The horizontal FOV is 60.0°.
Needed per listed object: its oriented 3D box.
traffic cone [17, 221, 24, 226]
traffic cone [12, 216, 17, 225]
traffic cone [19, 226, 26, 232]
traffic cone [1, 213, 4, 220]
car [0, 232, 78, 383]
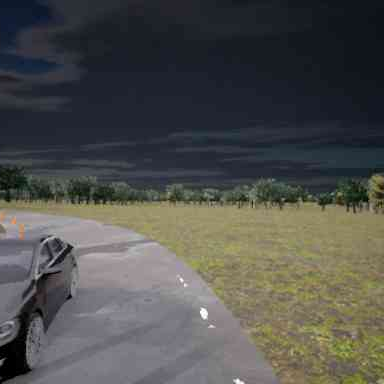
[{"bbox_3d":[-9.885,1.992,19.393,0.340,0.580,0.340,0,0,-29],"label":"traffic cone"},{"bbox_3d":[-12.431,1.996,23.374,0.340,0.580,0.340,1,0,-36],"label":"traffic cone"},{"bbox_3d":[-7.793,1.984,15.156,0.340,0.580,0.340,0,0,-23],"label":"traffic cone"},{"bbox_3d":[-15.397,1.994,27.052,0.340,0.580,0.340,1,0,-42],"label":"traffic cone"},{"bbox_3d":[-3.138,1.502,5.522,2.128,1.511,4.902,0,0,-10],"label":"car"}]
